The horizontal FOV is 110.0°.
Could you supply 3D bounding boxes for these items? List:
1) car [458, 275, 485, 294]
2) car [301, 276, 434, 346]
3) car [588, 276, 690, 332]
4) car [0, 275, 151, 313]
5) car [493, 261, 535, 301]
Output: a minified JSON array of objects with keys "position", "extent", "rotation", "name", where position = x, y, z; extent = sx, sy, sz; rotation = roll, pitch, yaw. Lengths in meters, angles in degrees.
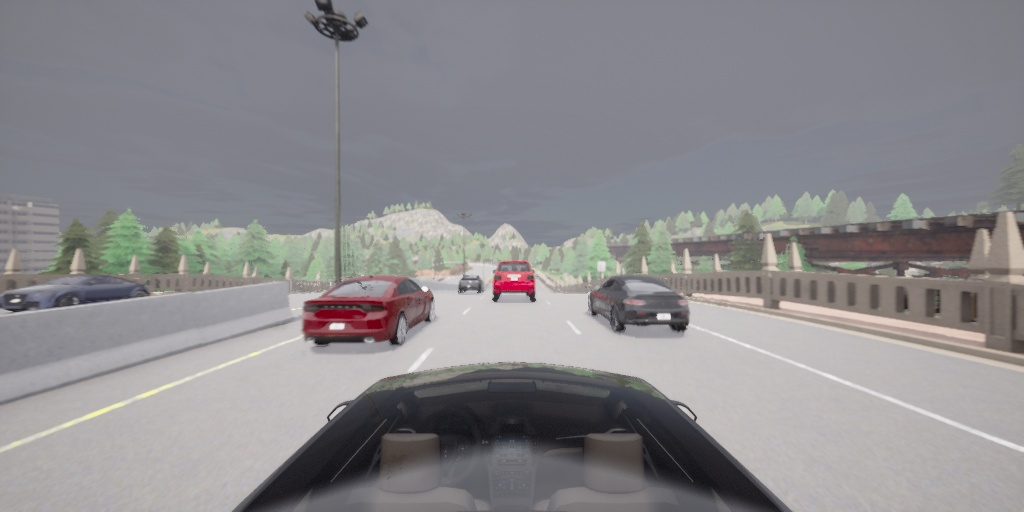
[{"position":[-3.394,2.419,30.564],"extent":[2.128,1.511,4.902],"rotation":[0,-5,0],"name":"car"},{"position":[-3.399,1.248,9.453],"extent":[1.882,1.535,5.008],"rotation":[0,-1,0],"name":"car"},{"position":[3.603,1.318,10.806],"extent":[1.812,1.442,4.674],"rotation":[0,-1,0],"name":"car"},{"position":[-17.595,1.469,14.701],"extent":[1.994,1.385,4.181],"rotation":[0,-2,0],"name":"car"},{"position":[0.104,1.350,19.998],"extent":[2.150,2.045,5.566],"rotation":[0,-3,0],"name":"car"}]
